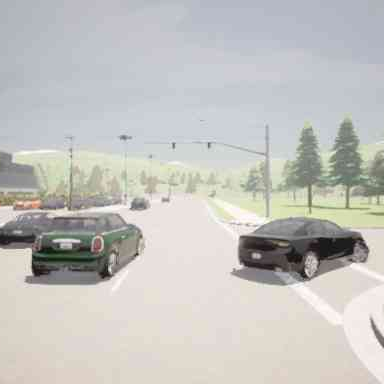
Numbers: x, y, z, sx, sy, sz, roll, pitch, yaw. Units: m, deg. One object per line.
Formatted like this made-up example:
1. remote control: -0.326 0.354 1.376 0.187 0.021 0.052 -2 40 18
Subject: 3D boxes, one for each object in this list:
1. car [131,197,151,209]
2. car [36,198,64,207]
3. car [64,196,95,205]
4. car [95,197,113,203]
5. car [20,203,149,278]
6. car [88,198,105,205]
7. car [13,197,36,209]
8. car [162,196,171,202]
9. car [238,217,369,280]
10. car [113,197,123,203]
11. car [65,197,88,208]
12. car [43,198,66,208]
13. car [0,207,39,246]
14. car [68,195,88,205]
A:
1. car: -6.960 1.495 45.369 2.097 1.767 4.553 0 0 1
2. car: -18.585 1.712 44.574 1.994 1.385 4.181 0 0 1
3. car: -15.077 1.652 44.907 1.837 1.490 4.892 0 0 1
4. car: -14.863 1.527 54.080 2.097 1.767 4.553 0 0 1
5. car: -2.971 1.385 10.486 2.097 1.767 4.553 0 0 5
6. car: -18.149 1.806 63.330 1.895 1.301 4.718 0 0 1
7. car: -22.081 1.504 44.814 2.097 1.767 4.553 0 0 1
8. car: -6.255 1.774 80.459 2.128 1.511 4.902 0 0 1
9. car: 3.544 1.507 10.261 5.008 1.535 1.882 0 -3 -41
10. car: -14.630 1.698 64.081 2.128 1.511 4.902 0 0 1
11. car: -18.382 1.652 53.326 1.882 1.535 5.008 0 0 1
12. car: -21.887 1.741 53.141 1.994 1.385 4.181 0 0 1
13. car: -7.151 1.617 15.619 1.994 1.385 4.181 0 0 -1
14. car: -21.651 1.560 63.300 2.097 1.767 4.553 0 0 1
